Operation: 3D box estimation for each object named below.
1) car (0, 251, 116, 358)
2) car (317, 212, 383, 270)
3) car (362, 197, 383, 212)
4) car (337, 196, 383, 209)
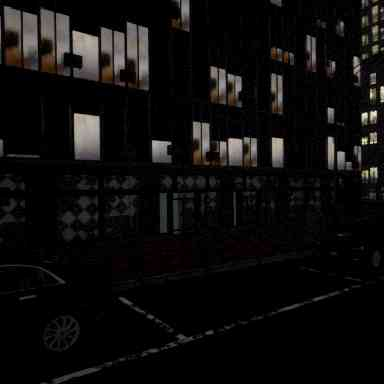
[{"bbox_3d":[-3.230,1.551,4.398,4.403,1.369,2.008,0,-1,-36],"label":"car"},{"bbox_3d":[5.943,1.542,10.979,4.507,1.381,1.887,0,-1,-36],"label":"car"},{"bbox_3d":[18.028,1.442,34.331,1.994,1.385,4.181,-1,1,-35],"label":"car"},{"bbox_3d":[20.525,1.275,40.839,1.752,1.417,4.829,-1,1,-35],"label":"car"}]
